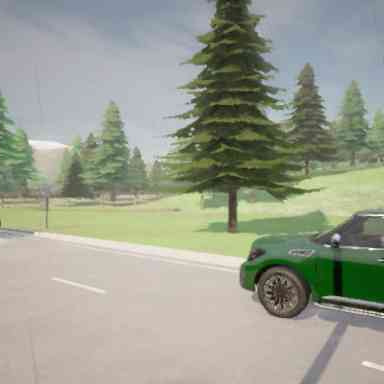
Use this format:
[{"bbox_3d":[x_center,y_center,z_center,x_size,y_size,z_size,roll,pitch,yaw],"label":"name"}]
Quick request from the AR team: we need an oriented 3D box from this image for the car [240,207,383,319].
[{"bbox_3d":[3.612,1.238,5.744,5.566,2.045,2.150,0,0,36],"label":"car"}]

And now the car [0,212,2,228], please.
[{"bbox_3d":[-11.896,1.207,16.977,5.566,2.045,2.150,0,0,36],"label":"car"}]
